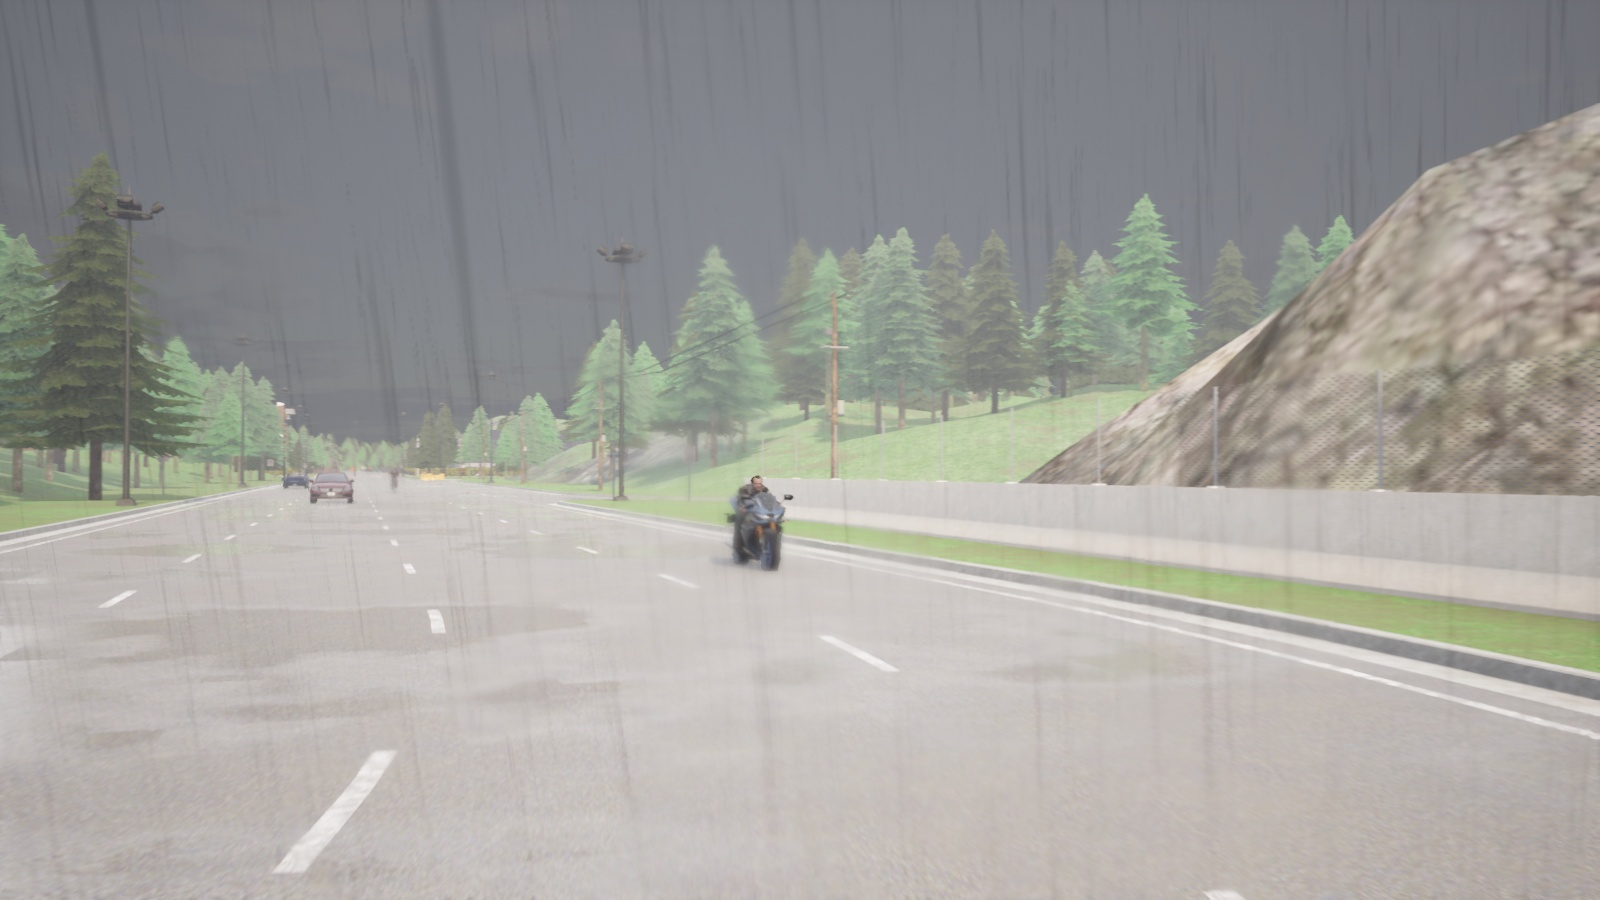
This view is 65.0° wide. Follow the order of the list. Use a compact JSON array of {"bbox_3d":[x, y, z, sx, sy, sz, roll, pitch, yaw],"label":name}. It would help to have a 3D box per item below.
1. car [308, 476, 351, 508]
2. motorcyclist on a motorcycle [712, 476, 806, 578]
[{"bbox_3d":[-21.865,1.929,58.508,1.812,1.442,4.674,0,-1,-20],"label":"car"},{"bbox_3d":[-0.692,1.190,20.124,0.866,1.530,2.191,0,-1,-20],"label":"motorcyclist on a motorcycle"}]
